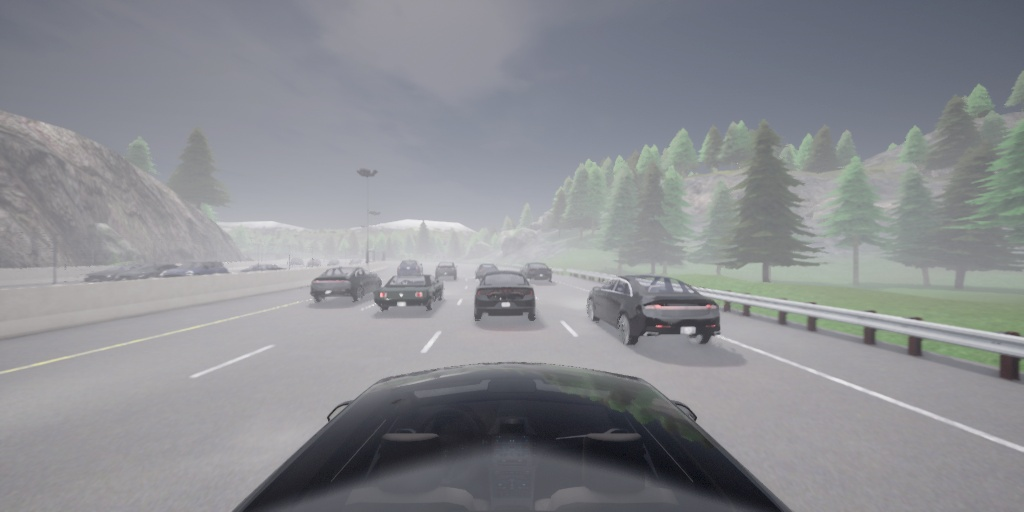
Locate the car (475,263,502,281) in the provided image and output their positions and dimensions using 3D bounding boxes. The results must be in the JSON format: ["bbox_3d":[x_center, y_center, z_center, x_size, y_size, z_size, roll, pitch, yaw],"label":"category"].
[{"bbox_3d":[-2.117,1.328,30.667,1.994,1.385,4.181,0,0,-8],"label":"car"}]

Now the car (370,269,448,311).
[{"bbox_3d":[-3.916,1.363,14.490,1.895,1.301,4.718,0,0,-4],"label":"car"}]

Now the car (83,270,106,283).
[{"bbox_3d":[-30.230,1.364,28.353,2.033,1.411,5.357,0,0,-9],"label":"car"}]

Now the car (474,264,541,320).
[{"bbox_3d":[-0.314,1.232,12.686,1.882,1.535,5.008,0,0,-3],"label":"car"}]

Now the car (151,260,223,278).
[{"bbox_3d":[-22.864,1.154,26.017,2.097,1.767,4.553,0,0,-8],"label":"car"}]

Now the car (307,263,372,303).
[{"bbox_3d":[-7.618,1.261,16.917,2.128,1.511,4.902,0,0,-5],"label":"car"}]

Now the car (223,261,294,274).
[{"bbox_3d":[-19.569,1.343,28.032,2.033,1.411,5.357,0,0,-8],"label":"car"}]

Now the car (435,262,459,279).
[{"bbox_3d":[-5.870,1.263,32.180,2.128,1.511,4.902,0,0,-9],"label":"car"}]

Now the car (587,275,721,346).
[{"bbox_3d":[3.342,1.238,9.411,2.128,1.511,4.902,0,0,-2],"label":"car"}]

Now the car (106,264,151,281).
[{"bbox_3d":[-26.455,1.314,26.571,1.837,1.490,4.892,0,0,-8],"label":"car"}]

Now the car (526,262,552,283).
[{"bbox_3d":[1.772,1.233,28.070,1.882,1.535,5.008,0,0,-7],"label":"car"}]

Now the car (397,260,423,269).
[{"bbox_3d":[-9.895,1.132,35.076,2.097,1.767,4.553,0,0,-9],"label":"car"}]
